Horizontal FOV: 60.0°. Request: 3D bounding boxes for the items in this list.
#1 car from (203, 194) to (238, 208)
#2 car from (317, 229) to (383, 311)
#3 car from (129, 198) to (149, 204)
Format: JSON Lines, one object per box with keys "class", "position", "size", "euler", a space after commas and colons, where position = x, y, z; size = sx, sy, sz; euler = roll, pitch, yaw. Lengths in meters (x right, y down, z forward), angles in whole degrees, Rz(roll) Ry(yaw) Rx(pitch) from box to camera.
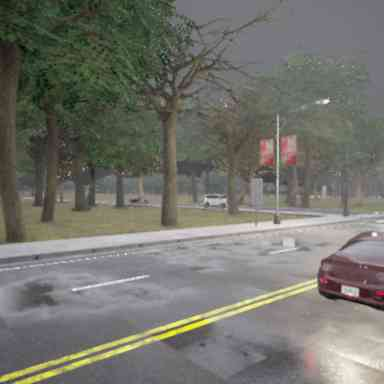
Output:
{"class": "car", "position": [3.949, 1.332, 47.515], "size": [2.150, 2.045, 5.566], "euler": [0, 0, -40]}
{"class": "car", "position": [4.498, 1.555, 7.260], "size": [4.674, 1.442, 1.812], "euler": [0, 0, -40]}
{"class": "car", "position": [-10.259, 1.719, 64.729], "size": [1.895, 1.301, 4.718], "euler": [0, 0, -40]}
